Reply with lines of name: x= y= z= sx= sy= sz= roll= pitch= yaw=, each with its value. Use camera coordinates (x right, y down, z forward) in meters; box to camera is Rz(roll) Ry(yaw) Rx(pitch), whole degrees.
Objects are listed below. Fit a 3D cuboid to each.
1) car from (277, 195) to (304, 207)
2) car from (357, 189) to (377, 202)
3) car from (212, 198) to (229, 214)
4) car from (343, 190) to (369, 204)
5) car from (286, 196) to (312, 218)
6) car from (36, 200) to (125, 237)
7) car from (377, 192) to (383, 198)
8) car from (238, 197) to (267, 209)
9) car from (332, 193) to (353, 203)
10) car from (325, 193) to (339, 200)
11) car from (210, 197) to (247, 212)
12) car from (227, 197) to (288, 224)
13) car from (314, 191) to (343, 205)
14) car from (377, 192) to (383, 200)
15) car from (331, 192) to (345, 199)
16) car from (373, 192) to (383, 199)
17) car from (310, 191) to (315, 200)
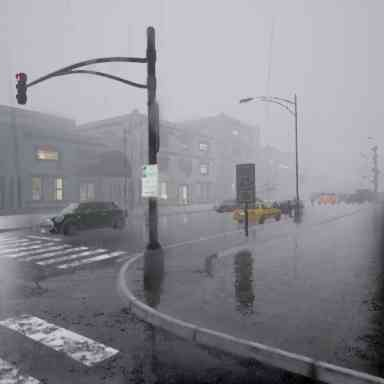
car: x=12.768 y=1.176 z=43.111 sx=1.994 sy=1.385 sz=4.181 roll=-1 pitch=0 yaw=36
car: x=26.970 y=0.576 z=52.180 sx=2.150 sy=2.045 sz=5.566 roll=-1 pitch=0 yaw=36
car: x=4.011 y=1.316 z=31.123 sx=1.994 sy=1.385 sz=4.181 roll=-1 pitch=0 yaw=36
car: x=22.874 y=0.924 z=46.469 sx=1.837 sy=1.490 sz=4.892 roll=-1 pitch=0 yaw=36
car: x=7.565 y=1.217 z=26.158 sx=2.008 sy=1.369 sz=4.403 roll=-1 pitch=0 yaw=36
car: x=-5.778 y=1.261 z=17.659 sx=2.097 sy=1.767 sz=4.553 roll=-1 pitch=0 yaw=36
car: x=43.164 y=0.651 z=75.144 sx=1.887 sy=1.381 sz=4.507 roll=-1 pitch=0 yaw=36
car: x=7.293 y=1.293 z=40.038 sx=1.802 sy=1.307 sz=4.206 roll=-1 pitch=0 yaw=36
car: x=24.493 y=0.901 z=53.885 sx=2.128 sy=1.511 sz=4.902 roll=-1 pitch=0 yaw=36
car: x=30.057 y=0.935 z=71.371 sx=1.802 sy=1.307 sz=4.206 roll=-1 pitch=0 yaw=36
car: x=3.940 y=1.290 z=35.423 sx=1.752 sy=1.417 sz=4.829 roll=-1 pitch=0 yaw=36
car: x=4.413 y=1.242 z=21.819 sx=1.752 sy=1.417 sz=4.829 roll=-1 pitch=0 yaw=36
car: x=19.247 y=0.845 z=46.662 sx=2.097 sy=1.767 sz=4.553 roll=-1 pitch=0 yaw=35
car: x=33.579 y=0.569 z=61.967 sx=2.192 sy=1.841 sz=5.009 roll=-1 pitch=0 yaw=36
car: x=33.308 y=0.743 z=75.847 sx=1.967 sy=1.590 sz=4.097 roll=-1 pitch=0 yaw=36
car: x=40.086 y=0.720 z=70.920 sx=1.947 sy=1.339 sz=4.313 roll=-1 pitch=0 yaw=36
car: x=23.550 y=0.769 z=62.419 sx=2.192 sy=1.841 sz=5.009 roll=-1 pitch=0 yaw=36
